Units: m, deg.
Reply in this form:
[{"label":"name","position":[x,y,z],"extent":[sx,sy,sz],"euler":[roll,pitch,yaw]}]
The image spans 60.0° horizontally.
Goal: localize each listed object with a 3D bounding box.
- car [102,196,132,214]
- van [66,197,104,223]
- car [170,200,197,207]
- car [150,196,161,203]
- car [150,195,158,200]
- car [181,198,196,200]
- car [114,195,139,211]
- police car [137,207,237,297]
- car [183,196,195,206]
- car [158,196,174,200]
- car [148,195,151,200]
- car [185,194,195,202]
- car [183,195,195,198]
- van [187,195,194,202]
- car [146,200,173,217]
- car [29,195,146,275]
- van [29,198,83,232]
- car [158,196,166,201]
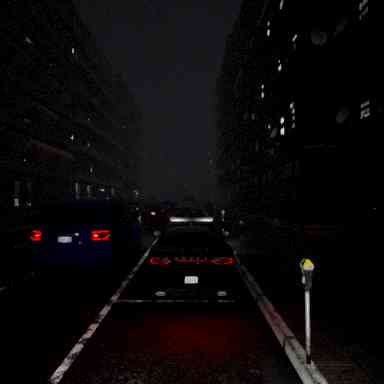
[{"label":"car","position":[-8.312,1.365,37.346],"extent":[2.192,1.841,5.009],"euler":[1,0,0]},{"label":"van","position":[-8.312,1.368,26.285],"extent":[1.690,1.788,3.998],"euler":[1,0,0]},{"label":"car","position":[-0.437,1.572,26.224],"extent":[1.887,1.381,4.507],"euler":[1,0,0]},{"label":"car","position":[-8.320,1.725,76.059],"extent":[1.887,1.381,4.507],"euler":[1,0,0]},{"label":"car","position":[-8.314,1.470,70.528],"extent":[2.192,1.841,5.009],"euler":[1,0,0]},{"label":"car","position":[-0.437,1.582,31.754],"extent":[1.887,1.381,4.507],"euler":[1,0,0]},{"label":"car","position":[-8.312,1.379,42.876],"extent":[2.192,1.841,5.009],"euler":[1,0,0]},{"label":"police car","position":[-0.012,1.430,8.763],"extent":[1.930,1.638,5.238],"euler":[0,0,0]},{"label":"car","position":[-0.470,1.553,59.411],"extent":[1.967,1.590,4.097],"euler":[1,0,0]},{"label":"car","position":[-2.932,1.589,42.911],"extent":[1.812,1.442,4.674],"euler":[0,0,0]},{"label":"car","position":[-8.319,1.660,53.938],"extent":[1.947,1.339,4.313],"euler":[1,0,0]},{"label":"car","position":[-0.469,1.521,81.536],"extent":[2.192,1.841,5.009],"euler":[1,0,0]},{"label":"car","position":[-0.427,1.490,37.286],"extent":[1.967,1.590,4.097],"euler":[1,0,0]},{"label":"van","position":[-0.470,1.575,87.068],"extent":[1.690,1.788,3.998],"euler":[1,0,0]},{"label":"car","position":[-2.935,1.592,27.163],"extent":[1.994,1.385,4.181],"euler":[0,0,0]},{"label":"car","position":[-3.022,1.227,10.587],"extent":[2.150,2.045,5.566],"euler":[0,0,0]},{"label":"van","position":[-8.311,1.358,20.753],"extent":[1.690,1.788,3.998],"euler":[2,0,0]},{"label":"car","position":[-8.322,1.846,92.652],"extent":[1.802,1.307,4.206],"euler":[1,0,0]}]
